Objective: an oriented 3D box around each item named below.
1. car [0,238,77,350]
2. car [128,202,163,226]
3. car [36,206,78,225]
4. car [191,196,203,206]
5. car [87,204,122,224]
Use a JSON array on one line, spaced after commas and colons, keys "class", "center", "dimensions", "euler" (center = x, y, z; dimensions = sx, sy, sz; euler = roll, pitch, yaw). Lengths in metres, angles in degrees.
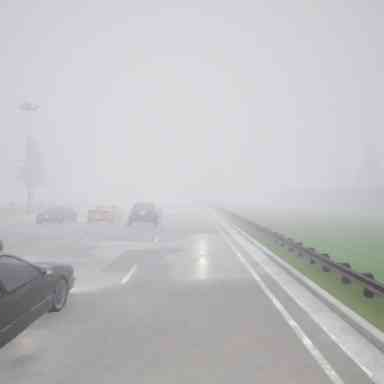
[{"class": "car", "center": [-3.400, 1.580, 4.713], "dimensions": [2.033, 1.411, 5.357], "euler": [0, 0, 0]}, {"class": "car", "center": [-3.405, 1.521, 24.846], "dimensions": [2.097, 1.767, 4.553], "euler": [0, 0, 0]}, {"class": "car", "center": [-10.405, 1.741, 25.958], "dimensions": [1.994, 1.385, 4.181], "euler": [0, 0, 0]}, {"class": "car", "center": [1.213, 1.913, 64.216], "dimensions": [1.882, 1.535, 5.008], "euler": [0, 0, 0]}, {"class": "car", "center": [-6.904, 1.659, 26.688], "dimensions": [1.882, 1.535, 5.008], "euler": [0, 0, 0]}]
